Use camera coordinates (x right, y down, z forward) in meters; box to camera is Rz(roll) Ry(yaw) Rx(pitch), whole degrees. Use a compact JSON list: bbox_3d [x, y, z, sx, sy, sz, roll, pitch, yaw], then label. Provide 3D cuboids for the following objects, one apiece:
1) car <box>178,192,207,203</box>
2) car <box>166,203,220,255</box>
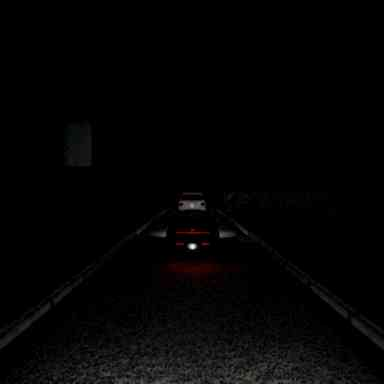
[{"bbox_3d":[0.026,1.042,26.831,2.150,2.045,5.566,0,0,0],"label":"car"},{"bbox_3d":[0.040,1.432,12.968,1.837,1.490,4.892,0,1,1],"label":"car"}]
